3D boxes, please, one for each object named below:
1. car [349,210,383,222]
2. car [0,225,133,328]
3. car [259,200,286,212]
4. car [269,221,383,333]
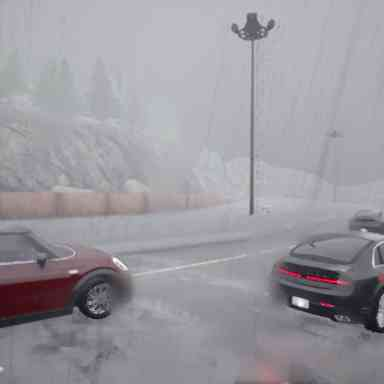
[{"bbox_3d":[10.475,1.784,19.160,1.837,1.490,4.892,0,-1,40],"label":"car"},{"bbox_3d":[-3.365,1.386,5.946,4.553,1.767,2.097,1,-1,-36],"label":"car"},{"bbox_3d":[8.283,1.550,33.949,1.812,1.442,4.674,0,-1,31],"label":"car"},{"bbox_3d":[3.626,1.606,7.084,4.892,1.490,1.837,1,0,-41],"label":"car"}]
